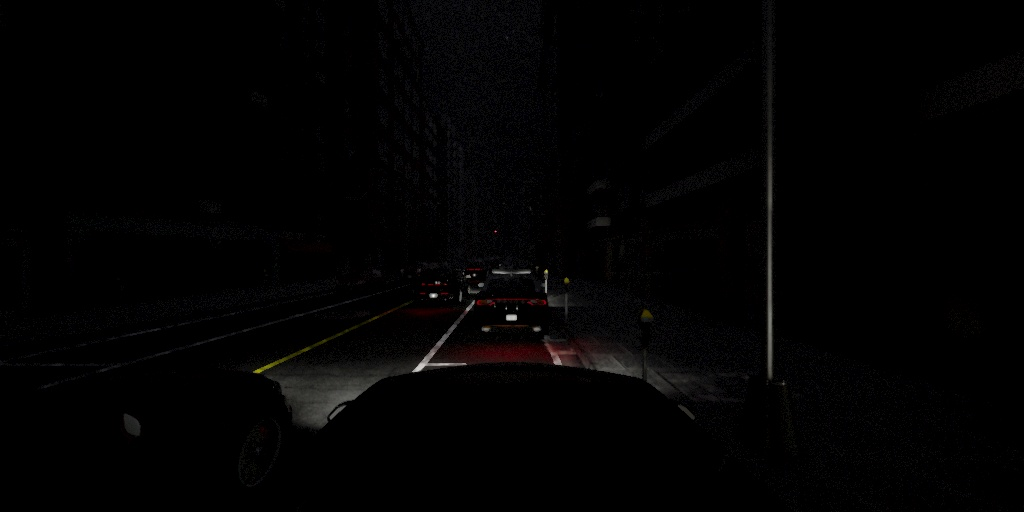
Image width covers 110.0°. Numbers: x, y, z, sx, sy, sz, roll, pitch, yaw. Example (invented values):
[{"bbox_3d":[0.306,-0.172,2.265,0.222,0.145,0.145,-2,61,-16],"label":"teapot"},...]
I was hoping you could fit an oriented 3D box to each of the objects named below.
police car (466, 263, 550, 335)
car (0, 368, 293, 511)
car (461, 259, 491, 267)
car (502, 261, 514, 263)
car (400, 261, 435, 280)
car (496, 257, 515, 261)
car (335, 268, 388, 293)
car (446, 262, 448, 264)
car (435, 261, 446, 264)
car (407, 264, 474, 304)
[{"bbox_3d":[-0.012,1.174,10.610,1.930,1.638,5.238,0,0,0],"label":"police car"},{"bbox_3d":[-3.020,1.275,1.499,1.812,1.442,4.674,0,0,0],"label":"car"},{"bbox_3d":[-3.020,1.267,31.206,1.837,1.490,4.892,0,0,0],"label":"car"},{"bbox_3d":[-0.383,1.300,25.913,2.007,1.370,4.403,0,0,0],"label":"car"},{"bbox_3d":[-8.408,1.189,31.425,1.967,1.591,4.097,0,0,0],"label":"car"},{"bbox_3d":[-0.383,1.189,36.951,1.967,1.591,4.097,0,0,0],"label":"car"},{"bbox_3d":[-8.408,1.331,20.388,1.802,1.307,4.207,0,0,0],"label":"car"},{"bbox_3d":[-8.408,1.300,42.461,2.007,1.370,4.403,0,0,0],"label":"car"},{"bbox_3d":[-8.408,1.275,36.773,1.751,1.417,4.829,0,0,0],"label":"car"},{"bbox_3d":[-3.020,1.267,16.206,1.837,1.490,4.892,0,0,0],"label":"car"}]
